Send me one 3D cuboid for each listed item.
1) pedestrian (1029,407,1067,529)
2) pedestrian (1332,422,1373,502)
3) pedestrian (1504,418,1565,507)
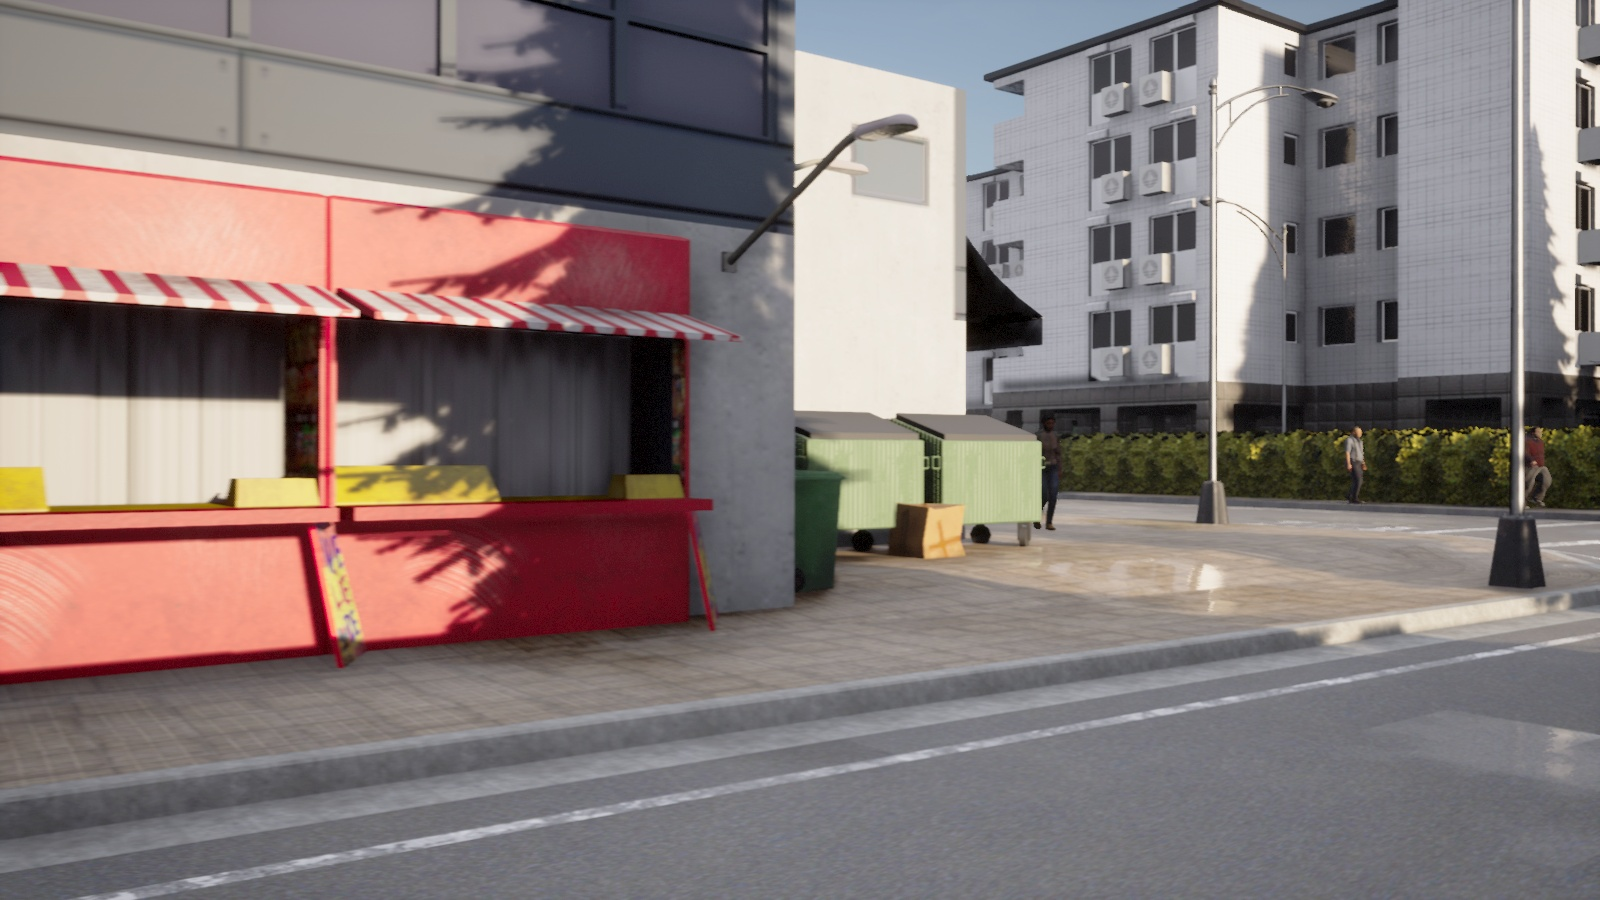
[{"bbox_3d":[3.747,0.269,19.007,0.328,1.805,0.869,0,0,-5],"label":"pedestrian"},{"bbox_3d":[12.824,0.274,29.145,0.540,1.848,0.694,0,0,-35],"label":"pedestrian"},{"bbox_3d":[15.458,0.262,26.449,0.634,1.844,0.899,0,0,-19],"label":"pedestrian"}]
